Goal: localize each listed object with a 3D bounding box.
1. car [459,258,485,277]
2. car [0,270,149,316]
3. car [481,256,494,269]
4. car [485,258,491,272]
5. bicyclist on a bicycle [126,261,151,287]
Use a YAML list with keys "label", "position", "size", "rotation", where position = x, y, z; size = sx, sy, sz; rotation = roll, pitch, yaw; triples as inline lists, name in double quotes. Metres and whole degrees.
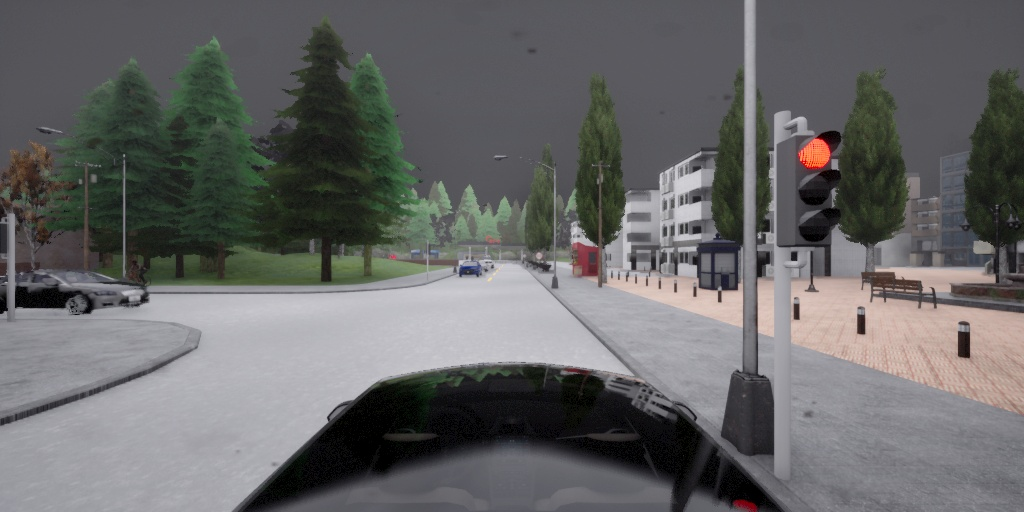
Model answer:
- label: "car"
  position: [-4.081, 1.228, 35.850]
  size: [1.882, 1.535, 5.008]
  rotation: [0, 0, 0]
- label: "car"
  position: [-15.874, 1.241, 12.756]
  size: [4.902, 1.511, 2.128]
  rotation: [0, 0, 0]
- label: "car"
  position: [-4.012, 0.968, 56.406]
  size: [2.150, 2.045, 5.566]
  rotation: [0, 0, 0]
- label: "car"
  position: [-4.059, 1.276, 46.011]
  size: [1.812, 1.442, 4.674]
  rotation: [0, 0, 0]
- label: "bicyclist on a bicycle"
  position: [-22.132, 1.099, 21.162]
  size: [0.582, 1.620, 1.656]
  rotation: [0, 0, 0]
